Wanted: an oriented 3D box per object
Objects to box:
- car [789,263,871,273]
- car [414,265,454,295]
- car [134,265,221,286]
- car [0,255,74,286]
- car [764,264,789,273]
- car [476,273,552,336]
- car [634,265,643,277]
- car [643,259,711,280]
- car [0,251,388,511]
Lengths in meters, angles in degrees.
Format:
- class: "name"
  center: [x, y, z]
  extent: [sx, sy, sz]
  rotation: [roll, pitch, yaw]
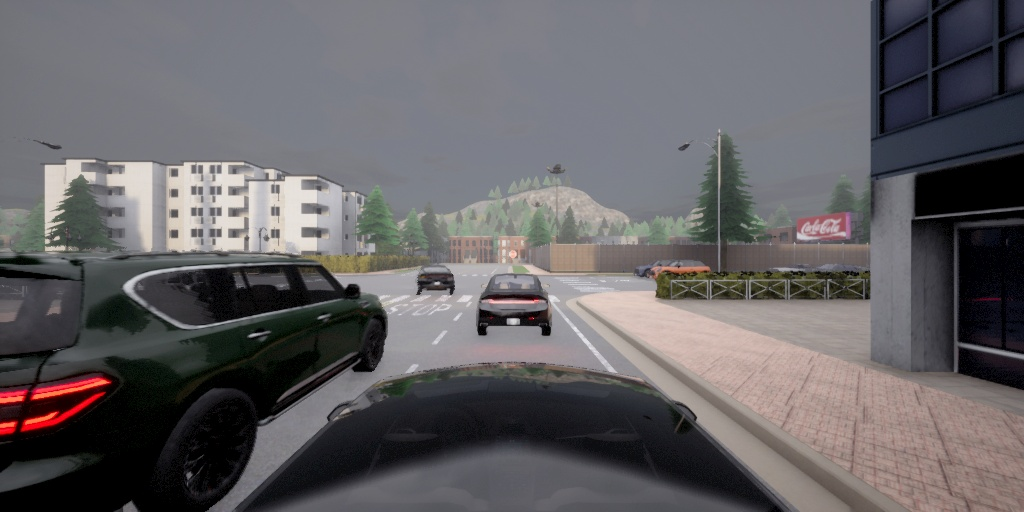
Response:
- class: "car"
  center: [25.839, 1.296, 28.692]
  extent: [5.357, 1.411, 2.033]
  rotation: [0, 0, 0]
- class: "car"
  center: [-4.441, 1.227, 20.215]
  extent: [1.882, 1.535, 5.008]
  rotation: [1, 0, -16]
- class: "car"
  center: [-23.282, 1.314, 25.077]
  extent: [4.181, 1.385, 1.994]
  rotation: [0, 0, -2]
- class: "car"
  center: [-34.692, 0.970, 25.017]
  extent: [5.566, 2.045, 2.150]
  rotation: [0, 0, 0]
- class: "car"
  center: [25.444, 1.351, 32.188]
  extent: [4.718, 1.301, 1.895]
  rotation: [0, 0, 0]
- class: "car"
  center: [0.092, 1.242, 10.383]
  extent: [2.128, 1.511, 4.902]
  rotation: [0, 0, 1]
- class: "car"
  center: [13.386, 1.102, 32.255]
  extent: [4.553, 1.767, 2.097]
  rotation: [0, 0, 0]
- class: "car"
  center: [13.372, 1.102, 28.756]
  extent: [4.553, 1.767, 2.097]
  rotation: [0, 0, 0]
- class: "car"
  center: [-3.406, 0.973, 4.405]
  extent: [2.150, 2.045, 5.566]
  rotation: [0, 0, 0]
